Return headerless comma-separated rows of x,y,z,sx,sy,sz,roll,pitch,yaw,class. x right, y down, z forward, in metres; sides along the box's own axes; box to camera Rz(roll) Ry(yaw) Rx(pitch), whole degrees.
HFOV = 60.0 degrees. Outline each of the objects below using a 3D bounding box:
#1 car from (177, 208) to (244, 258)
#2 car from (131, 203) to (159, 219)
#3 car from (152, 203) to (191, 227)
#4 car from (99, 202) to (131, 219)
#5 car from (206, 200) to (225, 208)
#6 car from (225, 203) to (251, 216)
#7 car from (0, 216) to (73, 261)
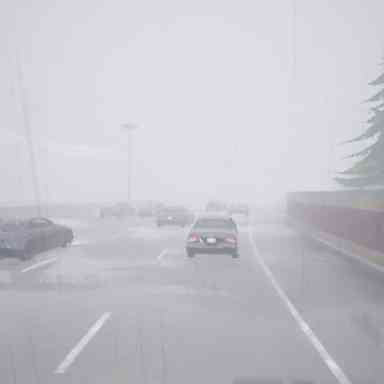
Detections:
0.900,1.603,13.117,2.033,1.411,5.357,0,0,6,car
-3.286,1.660,30.176,2.033,1.411,5.357,0,0,13,car
-1.078,1.655,23.358,1.994,1.385,4.181,0,0,10,car
-6.779,1.630,30.423,1.812,1.442,4.674,0,0,12,car
2.988,1.672,39.654,1.837,1.490,4.892,0,0,17,car
4.995,1.752,34.243,1.895,1.301,4.718,0,0,16,car
-6.144,1.598,12.440,1.994,1.385,4.181,0,0,6,car
